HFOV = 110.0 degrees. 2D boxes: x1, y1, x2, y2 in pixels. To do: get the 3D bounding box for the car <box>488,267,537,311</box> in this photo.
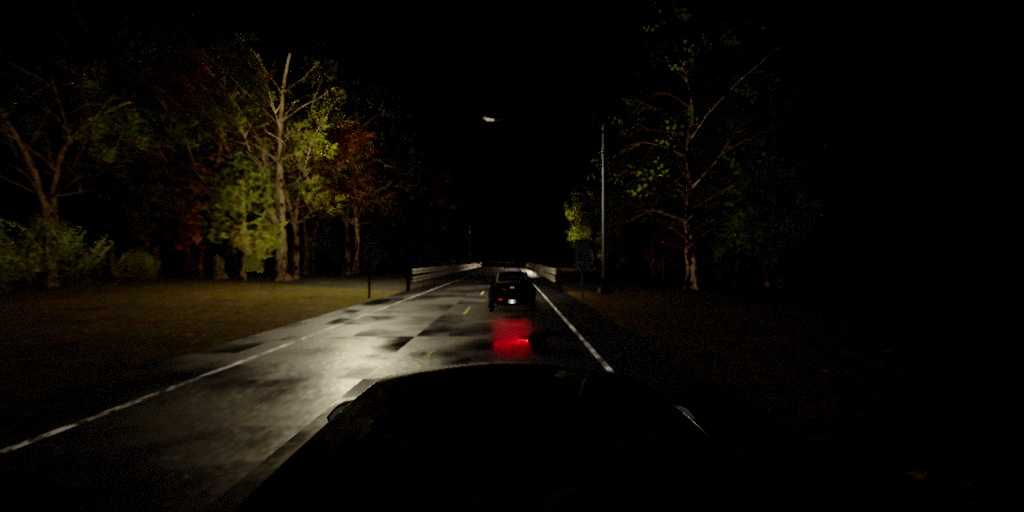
[{"bbox_3d":[0.024,1.394,15.343,1.837,1.490,4.892,0,0,1],"label":"car"}]
